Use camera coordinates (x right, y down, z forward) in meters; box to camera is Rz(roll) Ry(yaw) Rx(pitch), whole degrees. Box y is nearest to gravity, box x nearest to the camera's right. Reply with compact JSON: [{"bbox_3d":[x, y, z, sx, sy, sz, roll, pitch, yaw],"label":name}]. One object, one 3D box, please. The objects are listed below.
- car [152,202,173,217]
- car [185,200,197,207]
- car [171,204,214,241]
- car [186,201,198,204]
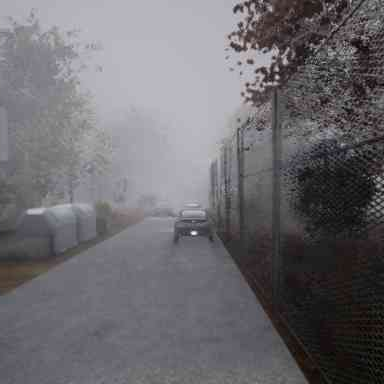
[{"bbox_3d":[-2.868,1.779,34.012,1.837,1.490,4.892,0,-1,0],"label":"car"},{"bbox_3d":[-0.118,2.690,75.026,2.128,1.511,4.902,0,-2,8],"label":"car"},{"bbox_3d":[0.080,1.570,17.041,1.837,1.490,4.892,0,-1,0],"label":"car"},{"bbox_3d":[0.068,1.818,35.079,1.812,1.442,4.674,0,-1,0],"label":"car"}]
